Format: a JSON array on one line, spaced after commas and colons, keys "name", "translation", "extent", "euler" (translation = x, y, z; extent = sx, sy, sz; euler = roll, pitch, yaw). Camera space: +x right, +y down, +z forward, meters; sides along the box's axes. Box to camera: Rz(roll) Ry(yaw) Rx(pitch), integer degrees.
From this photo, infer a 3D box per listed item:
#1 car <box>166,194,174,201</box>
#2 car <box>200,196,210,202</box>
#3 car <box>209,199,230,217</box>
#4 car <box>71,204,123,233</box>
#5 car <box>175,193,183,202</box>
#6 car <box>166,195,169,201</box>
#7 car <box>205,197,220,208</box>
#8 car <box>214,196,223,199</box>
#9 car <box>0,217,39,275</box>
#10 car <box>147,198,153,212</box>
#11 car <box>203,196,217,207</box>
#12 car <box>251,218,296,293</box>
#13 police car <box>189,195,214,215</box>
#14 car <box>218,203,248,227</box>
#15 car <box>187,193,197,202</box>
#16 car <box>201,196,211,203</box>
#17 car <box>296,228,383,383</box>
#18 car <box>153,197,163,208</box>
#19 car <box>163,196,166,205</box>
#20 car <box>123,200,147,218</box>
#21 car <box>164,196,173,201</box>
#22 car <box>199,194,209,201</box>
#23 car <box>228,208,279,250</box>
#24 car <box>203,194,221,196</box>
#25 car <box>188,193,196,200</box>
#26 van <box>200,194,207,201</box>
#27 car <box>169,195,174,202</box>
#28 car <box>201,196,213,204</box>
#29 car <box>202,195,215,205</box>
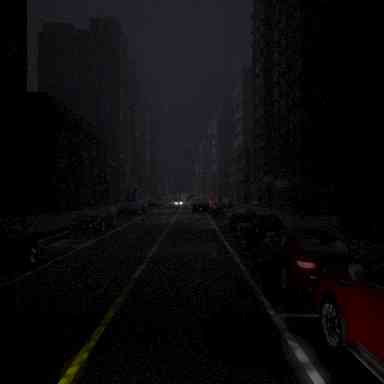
[{"name": "car", "translation": [-5.667, 1.421, 85.852], "extent": [1.967, 1.590, 4.097], "euler": [0, 0, 0]}, {"name": "car", "translation": [2.859, 1.550, 74.810], "extent": [1.947, 1.339, 4.313], "euler": [0, 0, 0]}, {"name": "car", "translation": [2.859, 1.562, 30.621], "extent": [1.947, 1.339, 4.313], "euler": [0, 0, 0]}, {"name": "car", "translation": [-5.667, 1.549, 19.551], "extent": [2.008, 1.369, 4.403], "euler": [0, 0, 0]}, {"name": "car", "translation": [-3.001, 1.452, 76.703], "extent": [2.128, 1.511, 4.902], "euler": [0, 0, 0]}, {"name": "car", "translation": [-5.667, 1.554, 58.227], "extent": [1.947, 1.339, 4.313], "euler": [0, 0, 0]}, {"name": "car", "translation": [2.858, 1.517, 47.362], "extent": [1.752, 1.417, 4.829], "euler": [0, 0, 0]}, {"name": "car", "translation": [2.859, 1.520, 36.315], "extent": [1.752, 1.417, 4.829], "euler": [0, 0, 0]}, {"name": "car", "translation": [-5.668, 1.439, 8.501], "extent": [1.967, 1.590, 4.097], "euler": [0, 0, 0]}, {"name": "car", "translation": [-5.668, 1.577, 36.127], "extent": [1.802, 1.307, 4.206], "euler": [0, 0, 0]}, {"name": "car", "translation": [2.858, 1.430, 52.716], "extent": [1.967, 1.590, 4.097], "euler": [0, 0, 0]}, {"name": "car", "translation": [2.858, 1.581, 8.526], "extent": [1.802, 1.307, 4.206], "euler": [0, 0, 0]}, {"name": "police car", "translation": [0.900, 1.421, 34.635], "extent": [1.930, 1.638, 5.238], "euler": [0, 0, 0]}, {"name": "car", "translation": [2.859, 1.549, 19.574], "extent": [2.008, 1.369, 4.403], "euler": [0, 0, 0]}, {"name": "car", "translation": [0.000, 1.180, 71.005], "extent": [2.097, 1.767, 4.553], "euler": [0, 0, 0]}, {"name": "car", "translation": [2.859, 1.536, 69.286], "extent": [2.008, 1.369, 4.403], "euler": [0, 0, 0]}, {"name": "car", "translation": [2.859, 1.314, 3.003], "extent": [2.192, 1.841, 5.009], "euler": [0, 0, 0]}, {"name": "car", "translation": [-5.667, 1.536, 47.177], "extent": [1.887, 1.381, 4.507], "euler": [0, 0, 0]}, {"name": "car", "translation": [-5.667, 1.556, 52.702], "extent": [1.947, 1.339, 4.313], "euler": [0, 0, 0]}, {"name": "car", "translation": [-5.667, 1.541, 30.602], "extent": [1.887, 1.381, 4.507], "euler": [0, 0, 0]}, {"name": "car", "translation": [-5.667, 1.548, 80.327], "extent": [1.947, 1.339, 4.313], "euler": [0, 0, 0]}, {"name": "car", "translation": [2.859, 1.298, 80.334], "extent": [2.192, 1.841, 5.009], "euler": [0, 0, 0]}, {"name": "car", "translation": [2.858, 1.565, 14.050], "extent": [1.947, 1.339, 4.313], "euler": [0, 0, 0]}, {"name": "car", "translation": [2.859, 1.309, 41.668], "extent": [2.192, 1.841, 5.009], "euler": [0, 0, 0]}, {"name": "car", "translation": [0.000, 1.176, 85.897], "extent": [2.097, 1.767, 4.553], "euler": [0, 0, 0]}, {"name": "van", "translation": [2.859, 1.322, 85.857], "extent": [1.690, 1.788, 3.998], "euler": [0, 0, 0]}, {"name": "car", "translation": [-5.667, 1.566, 74.802], "extent": [1.802, 1.307, 4.206], "euler": [0, 0, 0]}, {"name": "car", "translation": [2.859, 1.538, 63.763], "extent": [2.008, 1.369, 4.403], "euler": [0, 0, 0]}, {"name": "car", "translation": [2.858, 1.429, 58.239], "extent": [1.967, 1.590, 4.097], "euler": [0, 0, 0]}]
